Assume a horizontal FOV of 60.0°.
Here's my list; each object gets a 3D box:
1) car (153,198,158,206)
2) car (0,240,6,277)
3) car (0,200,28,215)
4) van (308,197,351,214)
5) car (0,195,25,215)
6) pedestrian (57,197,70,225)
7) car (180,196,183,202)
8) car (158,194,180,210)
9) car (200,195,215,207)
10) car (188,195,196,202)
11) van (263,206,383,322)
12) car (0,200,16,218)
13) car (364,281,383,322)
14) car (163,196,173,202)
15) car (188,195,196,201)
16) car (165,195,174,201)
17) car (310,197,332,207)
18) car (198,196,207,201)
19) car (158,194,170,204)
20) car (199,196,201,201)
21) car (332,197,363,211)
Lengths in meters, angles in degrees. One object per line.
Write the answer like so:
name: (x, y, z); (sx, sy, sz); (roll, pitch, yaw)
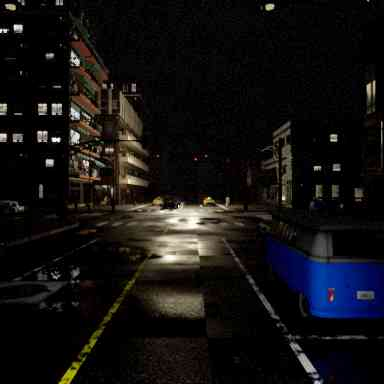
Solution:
car: (-5.709, 1.566, 57.092); (1.752, 1.417, 4.829); (0, 0, 0)
car: (-5.690, 1.567, 6.962); (1.947, 1.339, 4.313); (0, 0, 0)
car: (-19.670, 1.522, 33.397); (5.357, 1.411, 2.033); (0, 0, 2)
van: (14.886, 1.424, 36.215); (3.998, 1.788, 1.690); (0, 0, 0)
car: (-18.390, 1.183, 30.330); (5.566, 2.045, 2.150); (0, 0, 0)
pedestrian: (-8.116, 1.147, 21.035); (0.375, 1.860, 0.375); (0, 0, 0)
car: (-3.096, 1.522, 60.232); (1.882, 1.535, 5.008); (0, 0, 0)
car: (-2.925, 1.378, 42.403); (2.097, 1.767, 4.553); (0, 0, -4)
car: (2.674, 1.559, 51.897); (1.752, 1.417, 4.829); (0, 0, 0)
car: (-0.029, 1.614, 78.114); (2.033, 1.411, 5.357); (0, 0, 0)
van: (2.658, 1.342, 6.940); (1.690, 1.788, 3.998); (0, 0, 0)
car: (-17.476, 1.533, 27.744); (4.206, 1.307, 1.802); (0, 0, 0)
car: (2.660, 1.582, 1.251); (1.802, 1.307, 4.206); (0, 0, 0)
car: (-5.717, 1.627, 79.419); (2.008, 1.369, 4.403); (0, 0, 0)
car: (-0.032, 1.462, 88.535); (1.882, 1.535, 5.008); (0, 0, 0)
car: (-5.719, 1.613, 84.788); (1.752, 1.417, 4.829); (0, 0, 0)
car: (14.898, 1.548, 33.624); (5.008, 1.535, 1.882); (0, 0, 0)
car: (2.661, 1.638, 84.961); (2.008, 1.369, 4.403); (0, 0, 0)
car: (-5.712, 1.372, 68.341); (2.192, 1.841, 5.009); (0, 0, 0)
car: (2.669, 1.630, 62.805); (1.802, 1.307, 4.206); (0, 0, 0)
car: (14.912, 1.357, 27.836); (5.009, 1.841, 2.192); (0, 0, 0)
